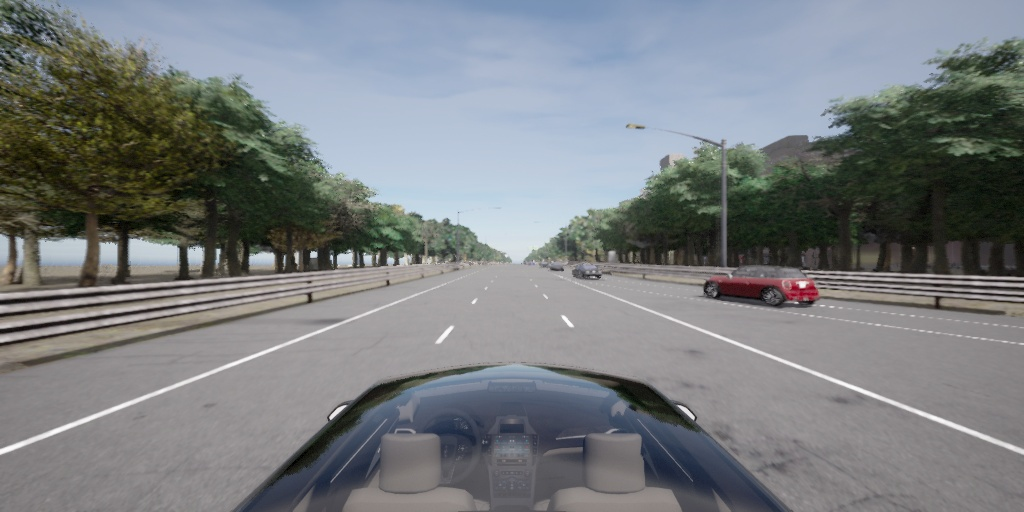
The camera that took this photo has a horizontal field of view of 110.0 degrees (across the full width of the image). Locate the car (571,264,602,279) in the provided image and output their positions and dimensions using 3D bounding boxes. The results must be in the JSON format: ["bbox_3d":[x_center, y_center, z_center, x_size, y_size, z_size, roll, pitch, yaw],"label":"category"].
[{"bbox_3d":[7.510,1.555,36.412,2.033,1.411,5.357,0,0,-6],"label":"car"}]

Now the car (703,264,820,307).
[{"bbox_3d":[11.209,1.236,16.586,2.097,1.767,4.553,0,0,-16],"label":"car"}]

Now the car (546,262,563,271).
[{"bbox_3d":[7.027,1.716,57.299,1.994,1.385,4.181,0,0,0],"label":"car"}]
